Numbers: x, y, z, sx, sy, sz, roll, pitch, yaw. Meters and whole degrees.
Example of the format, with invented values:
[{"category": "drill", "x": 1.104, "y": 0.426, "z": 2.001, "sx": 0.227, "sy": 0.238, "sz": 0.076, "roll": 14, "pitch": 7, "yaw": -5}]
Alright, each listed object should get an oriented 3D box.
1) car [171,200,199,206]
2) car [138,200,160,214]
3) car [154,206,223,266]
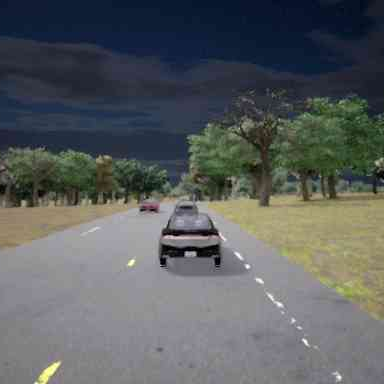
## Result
[{"category": "car", "x": -0.475, "y": 1.389, "z": 26.772, "sx": 1.837, "sy": 1.490, "sz": 4.892, "roll": 0, "pitch": 0, "yaw": -1}, {"category": "car", "x": -4.375, "y": 1.501, "z": 34.458, "sx": 1.895, "sy": 1.301, "sz": 4.718, "roll": 0, "pitch": 0, "yaw": -2}, {"category": "car", "x": -0.080, "y": 1.428, "z": 11.243, "sx": 2.128, "sy": 1.511, "sz": 4.902, "roll": 0, "pitch": 0, "yaw": -1}]
